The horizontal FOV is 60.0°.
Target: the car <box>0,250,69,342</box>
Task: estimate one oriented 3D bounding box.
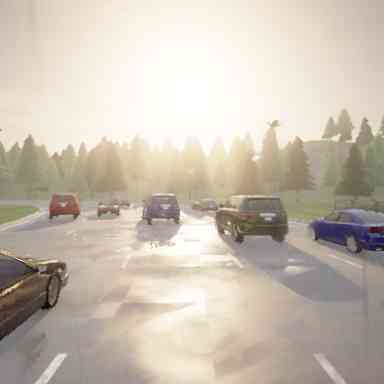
[{"bbox_3d":[-3.481,1.532,4.672,2.033,1.411,5.357,0,0,-2],"label":"car"}]

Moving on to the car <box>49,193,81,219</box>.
[{"bbox_3d":[-10.594,1.133,27.927,2.150,2.045,5.566,0,0,-16],"label":"car"}]

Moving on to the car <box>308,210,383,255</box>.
[{"bbox_3d":[6.425,1.434,13.272,1.882,1.535,5.008,0,0,-6],"label":"car"}]

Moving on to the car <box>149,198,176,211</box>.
[{"bbox_3d":[-3.567,1.436,39.438,1.994,1.385,4.181,0,0,-22],"label":"car"}]

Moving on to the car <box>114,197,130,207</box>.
[{"bbox_3d":[-10.121,1.398,45.968,2.033,1.411,5.357,0,0,-30],"label":"car"}]

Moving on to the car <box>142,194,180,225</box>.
[{"bbox_3d":[-2.323,1.141,23.937,2.150,2.045,5.566,0,0,-13],"label":"car"}]

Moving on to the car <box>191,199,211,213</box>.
[{"bbox_3d":[1.359,1.446,36.204,1.994,1.385,4.181,0,0,-19],"label":"car"}]

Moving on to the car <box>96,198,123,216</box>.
[{"bbox_3d":[-7.984,1.499,31.294,1.895,1.301,4.718,0,0,-18],"label":"car"}]

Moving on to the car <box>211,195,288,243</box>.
[{"bbox_3d":[2.664,1.169,16.007,2.150,2.045,5.566,0,0,-8],"label":"car"}]
